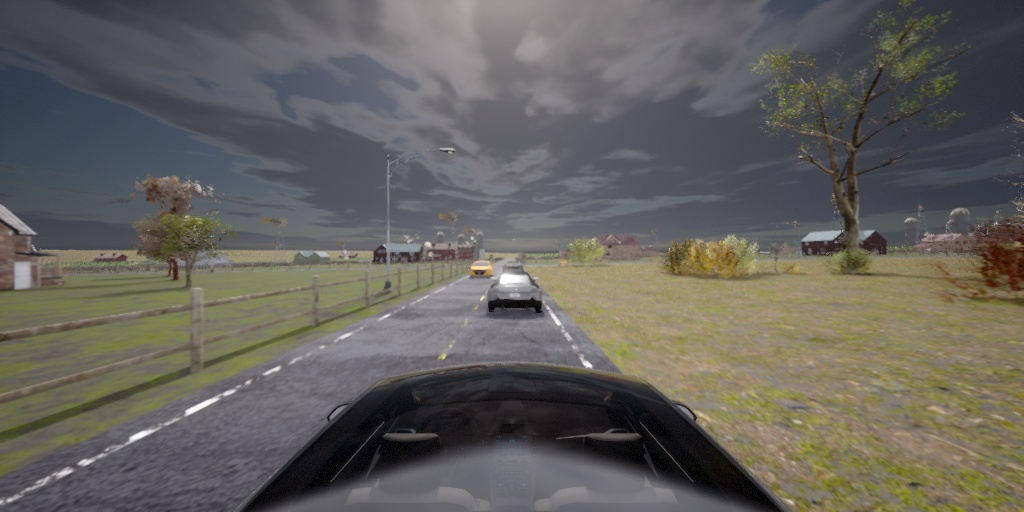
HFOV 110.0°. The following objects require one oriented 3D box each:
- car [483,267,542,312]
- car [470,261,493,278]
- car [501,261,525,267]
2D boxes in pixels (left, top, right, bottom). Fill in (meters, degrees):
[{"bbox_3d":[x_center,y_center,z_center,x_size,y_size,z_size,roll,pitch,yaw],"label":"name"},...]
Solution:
[{"bbox_3d":[0.100,1.289,14.140,1.994,1.385,4.181,0,0,0],"label":"car"},{"bbox_3d":[-2.749,1.177,33.022,1.882,1.535,5.008,0,0,0],"label":"car"},{"bbox_3d":[0.101,1.205,31.919,1.837,1.490,4.892,0,0,0],"label":"car"}]
